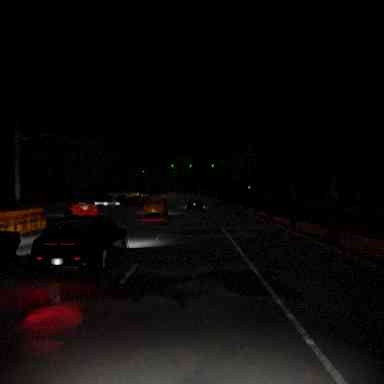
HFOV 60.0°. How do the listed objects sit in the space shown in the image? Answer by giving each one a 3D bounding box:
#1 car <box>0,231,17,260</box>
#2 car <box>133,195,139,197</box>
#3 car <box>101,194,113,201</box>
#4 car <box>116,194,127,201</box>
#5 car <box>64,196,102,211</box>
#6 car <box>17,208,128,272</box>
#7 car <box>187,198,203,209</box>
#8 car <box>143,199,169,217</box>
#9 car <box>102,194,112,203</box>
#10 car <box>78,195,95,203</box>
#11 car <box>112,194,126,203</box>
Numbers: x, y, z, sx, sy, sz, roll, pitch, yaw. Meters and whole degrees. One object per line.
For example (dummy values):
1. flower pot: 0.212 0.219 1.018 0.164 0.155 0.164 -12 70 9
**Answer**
1. car: -6.859 1.576 9.423 1.895 1.301 4.718 0 0 0
2. car: -13.525 1.325 80.210 2.033 1.411 5.357 0 0 0
3. car: -20.523 1.309 80.427 1.812 1.442 4.674 0 0 0
4. car: -17.023 1.309 80.419 1.812 1.442 4.674 0 0 0
5. car: -9.289 1.278 27.626 2.097 1.767 4.553 0 0 -29
6. car: -3.350 1.476 10.712 1.837 1.490 4.892 0 0 0
7. car: 0.341 1.451 42.227 1.994 1.385 4.181 0 0 0
8. car: -3.232 1.396 30.407 1.882 1.535 5.008 0 0 0
9. car: -17.126 1.385 64.827 1.994 1.385 4.181 0 0 1
10. car: -20.619 1.381 65.128 1.994 1.385 4.181 0 0 0
11. car: -13.628 1.387 64.867 1.994 1.385 4.181 0 0 1
